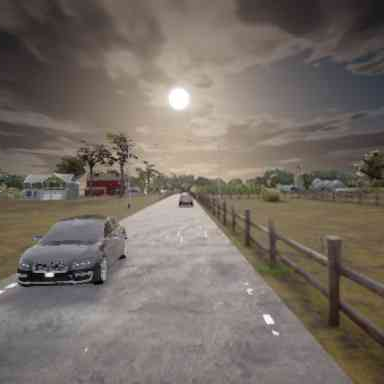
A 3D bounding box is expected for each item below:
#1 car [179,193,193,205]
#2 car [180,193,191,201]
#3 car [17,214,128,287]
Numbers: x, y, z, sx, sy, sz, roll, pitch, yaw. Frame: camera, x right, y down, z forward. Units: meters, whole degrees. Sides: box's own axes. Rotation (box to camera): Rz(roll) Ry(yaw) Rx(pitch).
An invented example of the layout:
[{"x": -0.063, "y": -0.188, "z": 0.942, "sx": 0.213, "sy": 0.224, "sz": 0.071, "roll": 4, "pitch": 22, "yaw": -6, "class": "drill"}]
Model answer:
[{"x": -0.829, "y": 1.113, "z": 46.139, "sx": 1.994, "sy": 1.385, "sz": 4.181, "roll": -1, "pitch": 1, "yaw": -1, "class": "car"}, {"x": -1.231, "y": 0.948, "z": 63.227, "sx": 2.033, "sy": 1.411, "sz": 5.357, "roll": -1, "pitch": 1, "yaw": -1, "class": "car"}, {"x": -3.008, "y": 1.439, "z": 9.317, "sx": 1.837, "sy": 1.490, "sz": 4.892, "roll": -1, "pitch": 1, "yaw": -1, "class": "car"}]
